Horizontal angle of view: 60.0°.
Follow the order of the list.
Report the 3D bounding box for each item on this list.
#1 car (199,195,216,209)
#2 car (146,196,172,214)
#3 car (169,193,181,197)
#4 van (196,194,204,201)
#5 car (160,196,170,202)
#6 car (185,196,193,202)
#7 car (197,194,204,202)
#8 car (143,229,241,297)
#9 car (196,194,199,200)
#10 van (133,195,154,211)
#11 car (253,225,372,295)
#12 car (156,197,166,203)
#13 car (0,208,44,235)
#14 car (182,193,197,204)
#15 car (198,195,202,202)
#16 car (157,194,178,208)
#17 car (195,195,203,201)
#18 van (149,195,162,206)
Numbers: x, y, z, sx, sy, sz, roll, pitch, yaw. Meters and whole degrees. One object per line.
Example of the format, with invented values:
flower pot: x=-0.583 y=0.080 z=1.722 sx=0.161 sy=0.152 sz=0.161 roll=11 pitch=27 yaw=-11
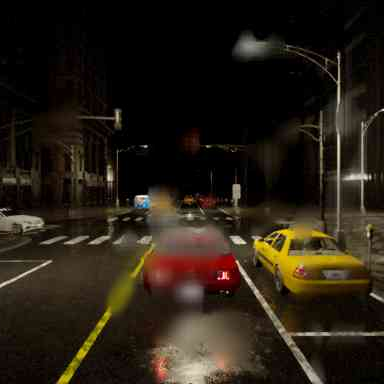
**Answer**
car: x=2.384 y=1.557 z=46.511 sx=1.887 sy=1.381 sz=4.507 roll=0 pitch=0 yaw=0
car: x=-3.389 y=1.483 z=35.291 sx=1.882 sy=1.535 sz=5.008 roll=0 pitch=0 yaw=-2
car: x=-3.581 y=1.528 z=61.842 sx=1.837 sy=1.490 sz=4.892 roll=0 pitch=0 yaw=0
van: x=2.042 y=1.386 z=85.187 sx=1.690 sy=1.788 sz=3.998 roll=0 pitch=0 yaw=0
car: x=-6.450 y=1.590 z=79.604 sx=2.008 sy=1.369 sz=4.403 roll=0 pitch=0 yaw=0
car: x=-0.648 y=1.482 z=76.230 sx=1.895 sy=1.301 sz=4.718 roll=0 pitch=0 yaw=0
car: x=2.287 y=1.565 z=57.561 sx=1.887 sy=1.381 sz=4.507 roll=0 pitch=0 yaw=0
car: x=-0.007 y=1.601 z=8.526 sx=1.895 sy=1.301 sz=4.718 roll=0 pitch=0 yaw=0
car: x=2.236 y=1.551 z=63.256 sx=1.752 sy=1.417 sz=4.829 roll=0 pitch=0 yaw=0
van: x=-6.124 y=1.350 z=40.931 sx=1.690 sy=1.788 sz=3.998 roll=0 pitch=0 yaw=0
car: x=2.701 y=1.525 z=8.589 sx=1.752 sy=1.417 sz=4.829 roll=0 pitch=0 yaw=0
car: x=-6.357 y=1.612 z=68.554 sx=1.802 sy=1.307 sz=4.206 roll=0 pitch=0 yaw=0
car: x=-11.100 y=1.696 z=19.516 sx=4.674 sy=1.442 sz=1.812 roll=-1 pitch=0 yaw=8
car: x=-0.558 y=1.505 z=65.781 sx=1.882 sy=1.535 sz=5.008 roll=0 pitch=0 yaw=0
car: x=2.336 y=1.561 z=52.036 sx=1.887 sy=1.381 sz=4.507 roll=0 pitch=0 yaw=0
car: x=-3.493 y=1.504 z=47.358 sx=2.128 sy=1.511 sz=4.902 roll=0 pitch=0 yaw=0
car: x=1.994 y=1.600 z=90.713 sx=2.008 sy=1.369 sz=4.403 roll=0 pitch=0 yaw=0
van: x=-6.265 y=1.362 z=57.505 sx=1.690 sy=1.788 sz=3.998 roll=0 pitch=0 yaw=0
